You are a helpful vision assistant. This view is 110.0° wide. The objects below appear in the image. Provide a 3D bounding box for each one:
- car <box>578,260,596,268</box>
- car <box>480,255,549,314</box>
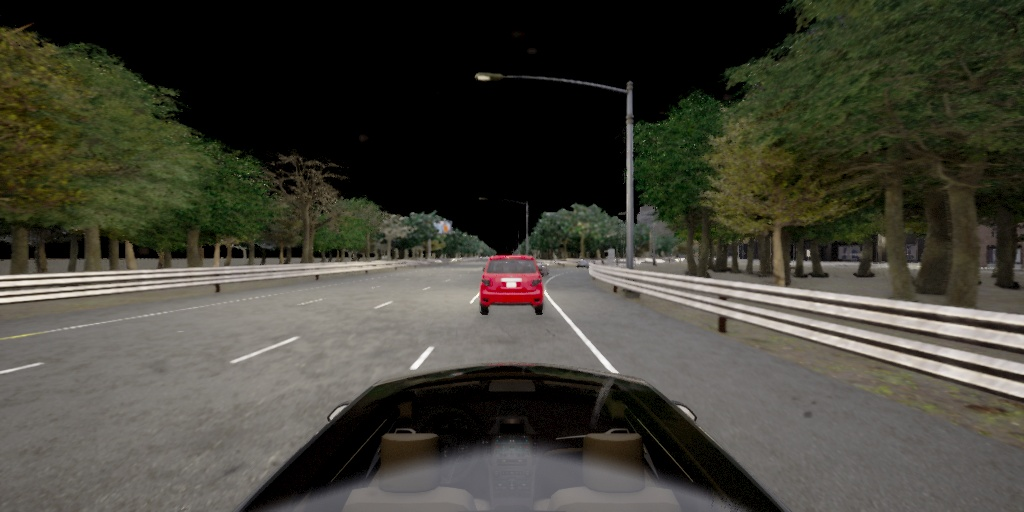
[{"bbox_3d":[12.308,1.291,58.908,1.994,1.385,4.181,0,0,31],"label":"car"},{"bbox_3d":[0.021,0.997,13.916,2.150,2.045,5.566,0,0,1],"label":"car"}]
